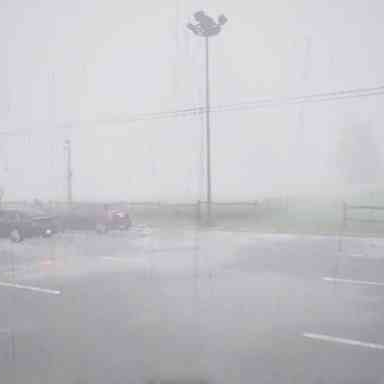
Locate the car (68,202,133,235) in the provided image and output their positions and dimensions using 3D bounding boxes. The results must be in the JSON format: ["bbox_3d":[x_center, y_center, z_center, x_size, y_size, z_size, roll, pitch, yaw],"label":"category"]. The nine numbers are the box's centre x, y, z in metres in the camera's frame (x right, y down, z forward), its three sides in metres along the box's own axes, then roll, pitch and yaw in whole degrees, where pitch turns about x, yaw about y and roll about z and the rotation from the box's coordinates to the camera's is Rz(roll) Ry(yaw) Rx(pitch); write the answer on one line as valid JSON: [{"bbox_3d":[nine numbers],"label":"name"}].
[{"bbox_3d":[-5.637,1.326,18.531,4.553,1.767,2.097,-1,0,26],"label":"car"}]

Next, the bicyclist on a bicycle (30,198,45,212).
[{"bbox_3d":[-12.135,1.328,26.096,0.582,1.620,1.656,-1,1,26],"label":"bicyclist on a bicycle"}]

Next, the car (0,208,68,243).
[{"bbox_3d":[-8.660,1.538,16.111,4.892,1.490,1.837,0,1,26],"label":"car"}]
